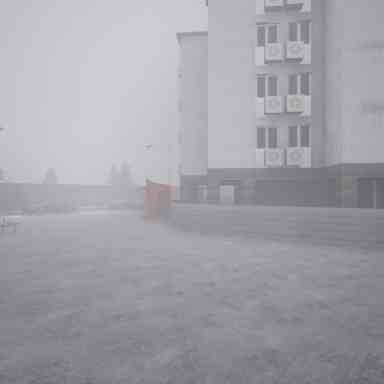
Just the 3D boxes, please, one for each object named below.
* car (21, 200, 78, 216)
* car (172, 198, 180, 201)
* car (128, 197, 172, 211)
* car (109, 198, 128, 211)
[{"bbox_3d":[-14.114,1.546,33.346,2.033,1.411,5.357,0,0,36],"label":"car"},{"bbox_3d":[-1.965,1.546,50.291,2.033,1.411,5.357,0,0,36],"label":"car"},{"bbox_3d":[-4.865,1.351,39.057,2.097,1.767,4.553,0,0,36],"label":"car"},{"bbox_3d":[-8.144,1.476,41.683,1.882,1.535,5.008,0,0,35],"label":"car"}]
